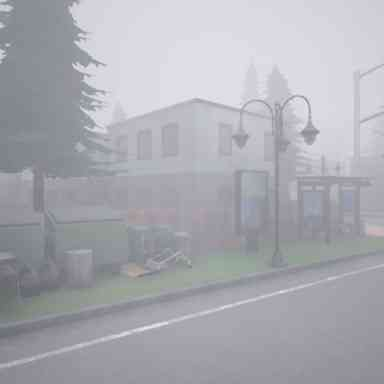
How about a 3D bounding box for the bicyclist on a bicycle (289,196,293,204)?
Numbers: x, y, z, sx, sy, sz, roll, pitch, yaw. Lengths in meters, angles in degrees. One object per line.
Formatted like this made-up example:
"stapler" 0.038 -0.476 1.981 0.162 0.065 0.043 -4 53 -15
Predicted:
"bicyclist on a bicycle" 10.687 1.271 36.345 0.582 1.620 1.656 0 0 44
